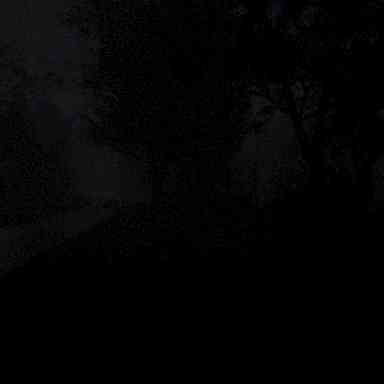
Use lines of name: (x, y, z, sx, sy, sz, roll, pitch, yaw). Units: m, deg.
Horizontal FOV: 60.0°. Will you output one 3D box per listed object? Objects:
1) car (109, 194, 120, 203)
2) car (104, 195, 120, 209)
car: (-14.652, 1.277, 62.957, 1.994, 1.385, 4.181, -1, 3, -13)
car: (-11.881, 1.577, 48.883, 2.128, 1.511, 4.902, -1, 1, -9)
